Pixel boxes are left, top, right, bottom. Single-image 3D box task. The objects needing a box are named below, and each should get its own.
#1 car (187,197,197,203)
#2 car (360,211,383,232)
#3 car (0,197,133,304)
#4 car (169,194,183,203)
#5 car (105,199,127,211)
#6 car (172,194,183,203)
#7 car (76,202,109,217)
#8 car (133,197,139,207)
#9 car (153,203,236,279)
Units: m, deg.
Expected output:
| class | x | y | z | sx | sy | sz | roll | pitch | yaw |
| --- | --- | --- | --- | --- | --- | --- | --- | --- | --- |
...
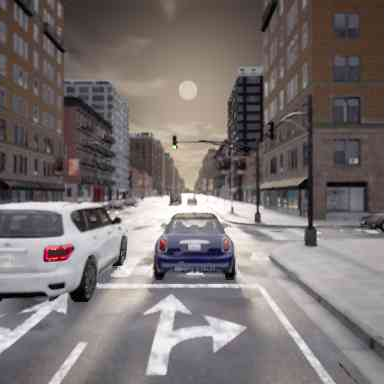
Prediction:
| class | x | y | z | sx | sy | sz | roll | pitch | yaw |
| --- | --- | --- | --- | --- | --- | --- | --- | --- | --- |
| car | 0.012 | 1.647 | 63.345 | 2.128 | 1.511 | 4.902 | 0 | 0 | 0 |
| car | 12.726 | 1.597 | 19.980 | 4.892 | 1.490 | 1.837 | 0 | 0 | 2 |
| car | -3.146 | 1.244 | 8.354 | 2.150 | 2.045 | 5.566 | 0 | 0 | 0 |
| car | -3.152 | 1.378 | 64.095 | 2.150 | 2.045 | 5.566 | 0 | 0 | 0 |
| car | -9.853 | 1.673 | 43.278 | 1.994 | 1.385 | 4.181 | 0 | 0 | -1 |
| car | -3.236 | 1.406 | 74.485 | 2.150 | 2.045 | 5.566 | 0 | 0 | 0 |
| car | -9.843 | 1.687 | 33.248 | 1.895 | 1.301 | 4.718 | 0 | 0 | 0 |
| car | -9.817 | 1.638 | 53.681 | 1.837 | 1.490 | 4.892 | 0 | 0 | 0 |
| car | 0.074 | 1.379 | 10.291 | 2.097 | 1.767 | 4.553 | 0 | 0 | 0 |
